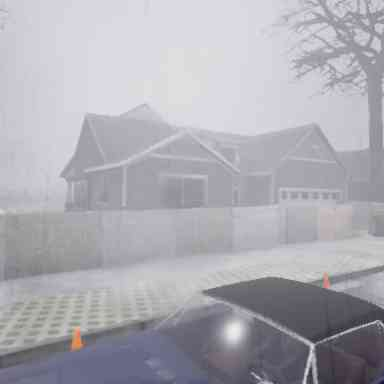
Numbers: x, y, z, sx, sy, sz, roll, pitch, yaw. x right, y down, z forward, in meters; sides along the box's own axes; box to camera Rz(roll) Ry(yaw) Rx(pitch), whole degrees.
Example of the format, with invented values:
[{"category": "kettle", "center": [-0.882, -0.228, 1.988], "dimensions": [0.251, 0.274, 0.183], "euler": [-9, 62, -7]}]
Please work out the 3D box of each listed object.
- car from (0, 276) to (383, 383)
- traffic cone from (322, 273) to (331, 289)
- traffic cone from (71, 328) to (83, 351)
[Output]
[{"category": "car", "center": [0.545, 1.604, 2.921], "dimensions": [4.718, 1.301, 1.895], "euler": [0, 0, -35]}, {"category": "traffic cone", "center": [2.780, 1.973, 6.879], "dimensions": [0.340, 0.580, 0.340], "euler": [0, 0, -34]}, {"category": "traffic cone", "center": [-1.387, 1.951, 4.024], "dimensions": [0.340, 0.580, 0.340], "euler": [0, 0, -35]}]
